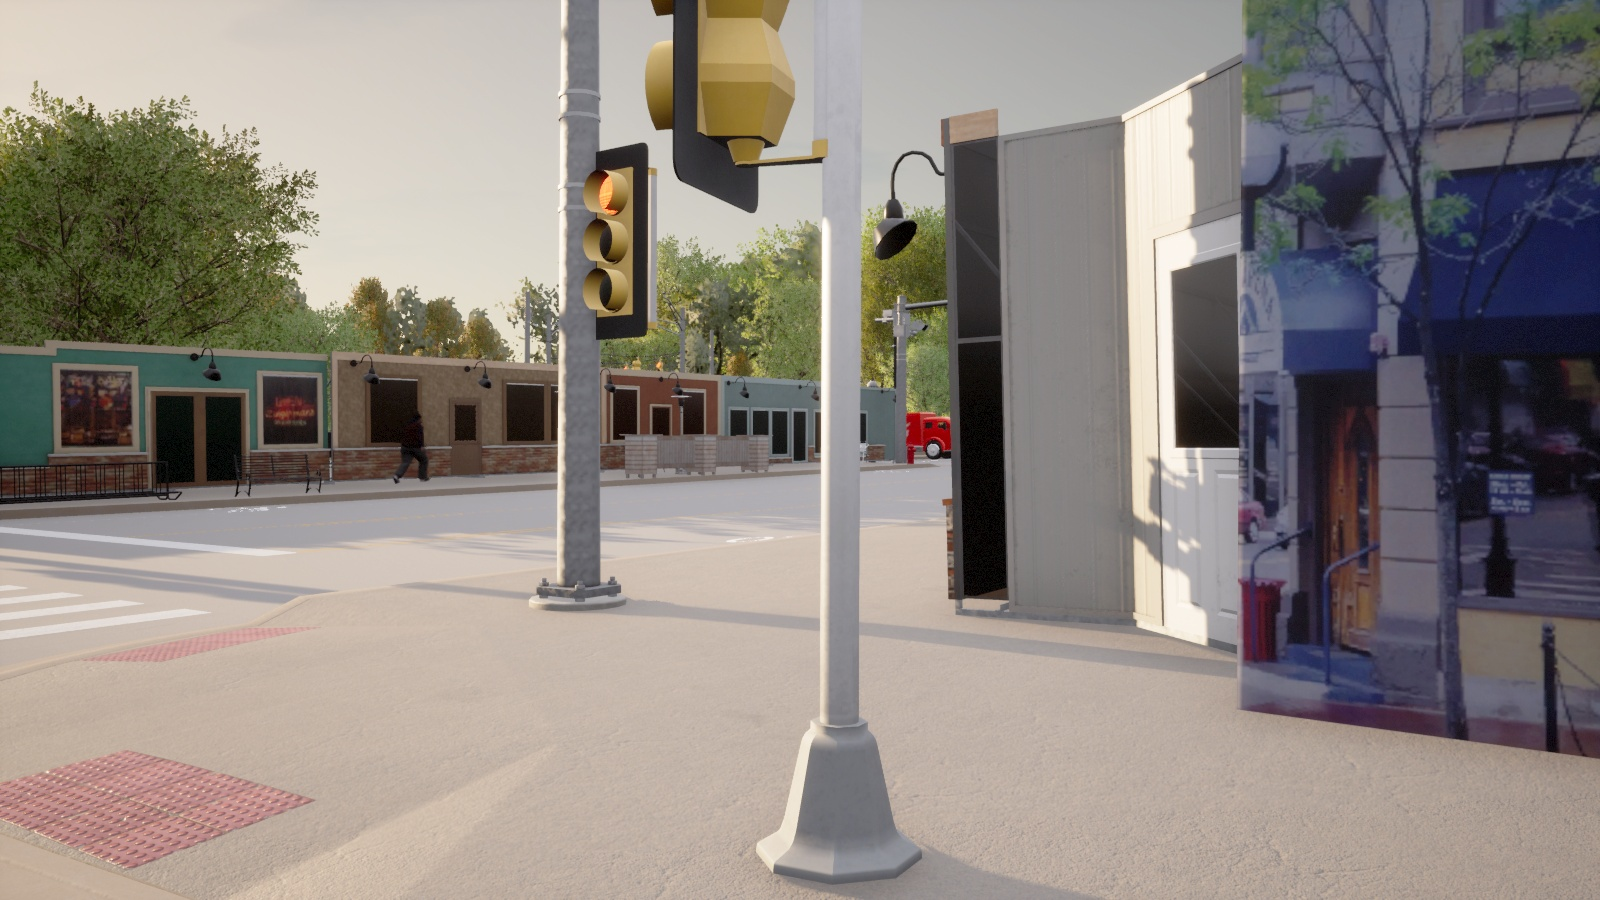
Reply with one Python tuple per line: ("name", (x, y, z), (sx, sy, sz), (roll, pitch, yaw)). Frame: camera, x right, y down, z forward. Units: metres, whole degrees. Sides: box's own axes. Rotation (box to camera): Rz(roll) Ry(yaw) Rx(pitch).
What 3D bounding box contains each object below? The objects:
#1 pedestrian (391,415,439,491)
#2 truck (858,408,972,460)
("pedestrian", (-9.545, 0.071, 31.147), (0.634, 1.844, 0.899), (0, 1, 33))
("truck", (6.028, -0.823, 65.672), (5.204, 2.467, 2.627), (-3, 0, 29))
